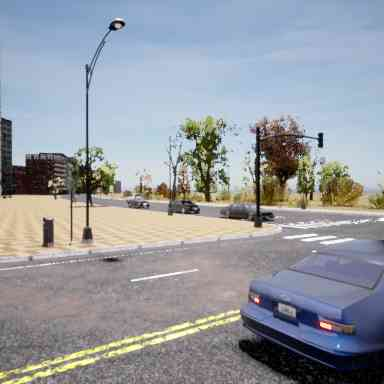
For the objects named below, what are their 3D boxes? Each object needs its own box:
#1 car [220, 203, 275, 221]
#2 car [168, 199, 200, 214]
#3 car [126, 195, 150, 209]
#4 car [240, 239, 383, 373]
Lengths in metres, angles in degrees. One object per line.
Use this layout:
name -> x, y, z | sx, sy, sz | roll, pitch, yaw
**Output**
car -> 4.483, 1.604, 28.025 | 2.033, 1.411, 5.357 | 0, 0, -31
car -> -0.931, 1.586, 36.818 | 1.837, 1.490, 4.892 | 0, 0, -32
car -> -7.659, 1.600, 47.924 | 2.128, 1.511, 4.902 | 0, 0, -31
car -> 3.283, 1.547, 5.640 | 5.357, 1.411, 2.033 | 0, 0, -34
